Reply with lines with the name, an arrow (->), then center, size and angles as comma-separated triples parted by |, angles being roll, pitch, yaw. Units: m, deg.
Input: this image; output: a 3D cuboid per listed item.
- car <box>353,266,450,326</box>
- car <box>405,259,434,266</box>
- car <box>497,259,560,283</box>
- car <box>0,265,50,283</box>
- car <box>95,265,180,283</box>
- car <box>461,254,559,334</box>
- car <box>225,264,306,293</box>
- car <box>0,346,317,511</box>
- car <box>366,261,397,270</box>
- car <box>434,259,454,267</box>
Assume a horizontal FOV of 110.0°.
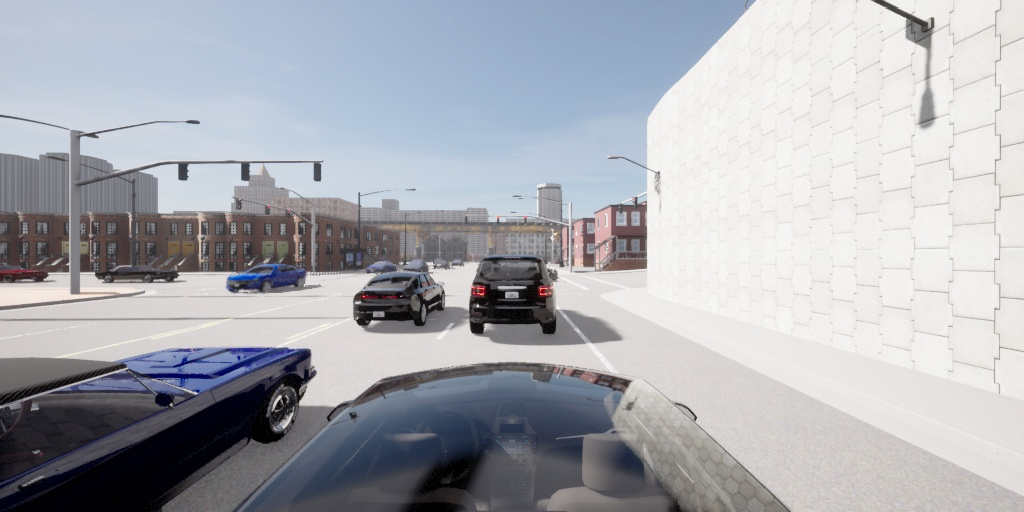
car -> -3.422, 1.255, 11.645 | 1.837, 1.490, 4.892 | 0, 0, 0
car -> -10.609, 1.298, 39.918 | 2.033, 1.411, 5.357 | 0, 0, 0
car -> 1.345, 1.102, 27.915 | 4.553, 1.767, 2.097 | 0, 0, 14
car -> -38.295, 1.351, 27.065 | 4.718, 1.301, 1.895 | 0, 0, 0
car -> -28.178, 1.351, 27.101 | 4.718, 1.301, 1.895 | 0, 0, 0
car -> 0.062, 0.971, 10.755 | 2.150, 2.045, 5.566 | 0, 0, 1
car -> -14.105, 1.227, 20.878 | 1.882, 1.535, 5.008 | 0, 0, 0
car -> -3.397, 1.351, 2.391 | 1.895, 1.301, 4.718 | 0, 0, 0
car -> -14.386, 1.275, 39.899 | 1.812, 1.442, 4.674 | 0, 0, 6
car -> -10.609, 1.241, 54.191 | 2.128, 1.511, 4.902 | 0, 0, 0
